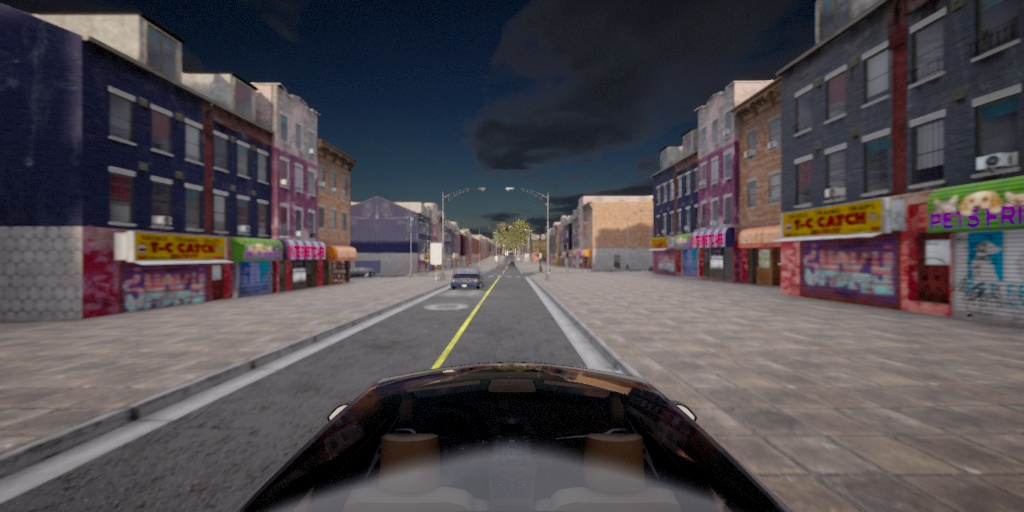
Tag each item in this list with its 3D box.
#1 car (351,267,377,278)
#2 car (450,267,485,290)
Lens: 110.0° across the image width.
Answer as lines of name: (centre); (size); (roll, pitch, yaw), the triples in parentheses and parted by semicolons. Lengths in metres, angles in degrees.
car: (-20.362, 2.178, 48.071); (4.403, 1.370, 2.007); (0, 0, 0)
car: (-2.846, 1.427, 24.063); (2.033, 1.411, 5.357); (0, -1, 0)
